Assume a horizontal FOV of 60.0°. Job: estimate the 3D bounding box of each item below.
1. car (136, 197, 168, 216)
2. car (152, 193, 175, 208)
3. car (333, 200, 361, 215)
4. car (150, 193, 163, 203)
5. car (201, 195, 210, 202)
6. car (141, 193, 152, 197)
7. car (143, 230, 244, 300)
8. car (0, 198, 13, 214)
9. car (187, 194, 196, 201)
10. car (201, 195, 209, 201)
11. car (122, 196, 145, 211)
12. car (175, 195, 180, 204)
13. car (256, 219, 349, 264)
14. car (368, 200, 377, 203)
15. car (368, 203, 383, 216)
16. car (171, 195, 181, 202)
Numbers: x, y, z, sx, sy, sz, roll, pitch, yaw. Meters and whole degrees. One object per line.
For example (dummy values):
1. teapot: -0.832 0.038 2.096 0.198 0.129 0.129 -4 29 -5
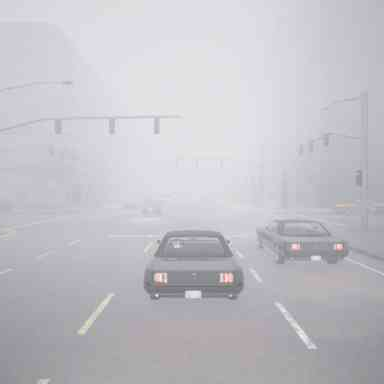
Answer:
1. car: -3.853 1.518 33.004 2.128 1.511 4.902 0 0 -1
2. car: -4.032 1.222 48.440 2.150 2.045 5.566 0 0 0
3. car: 17.206 1.533 34.350 5.008 1.535 1.882 0 0 0
4. car: -7.298 1.221 69.025 2.150 2.045 5.566 0 0 1
5. car: 3.288 1.595 77.487 1.895 1.301 4.718 0 0 1
6. car: -7.514 1.217 55.235 2.150 2.045 5.566 0 1 1
7. car: 0.042 1.601 8.348 1.895 1.301 4.718 0 0 0
8. car: -21.158 1.407 34.314 4.553 1.767 2.097 0 0 0
9. car: -0.114 1.355 87.333 2.097 1.767 4.553 0 0 1
10. car: 3.387 1.553 87.462 1.994 1.385 4.181 0 0 1
11. car: -7.469 1.528 41.775 1.812 1.442 4.674 0 0 -1
12. car: -3.909 1.564 63.204 1.994 1.385 4.181 0 0 1
13. car: 3.548 1.601 11.734 1.895 1.301 4.718 0 0 0
14. car: 19.269 1.547 30.848 4.902 1.511 2.128 0 0 0
15. car: 3.593 1.221 1.982 2.150 2.045 5.566 0 0 0
16. car: -3.699 1.492 78.873 2.033 1.411 5.357 0 0 1
